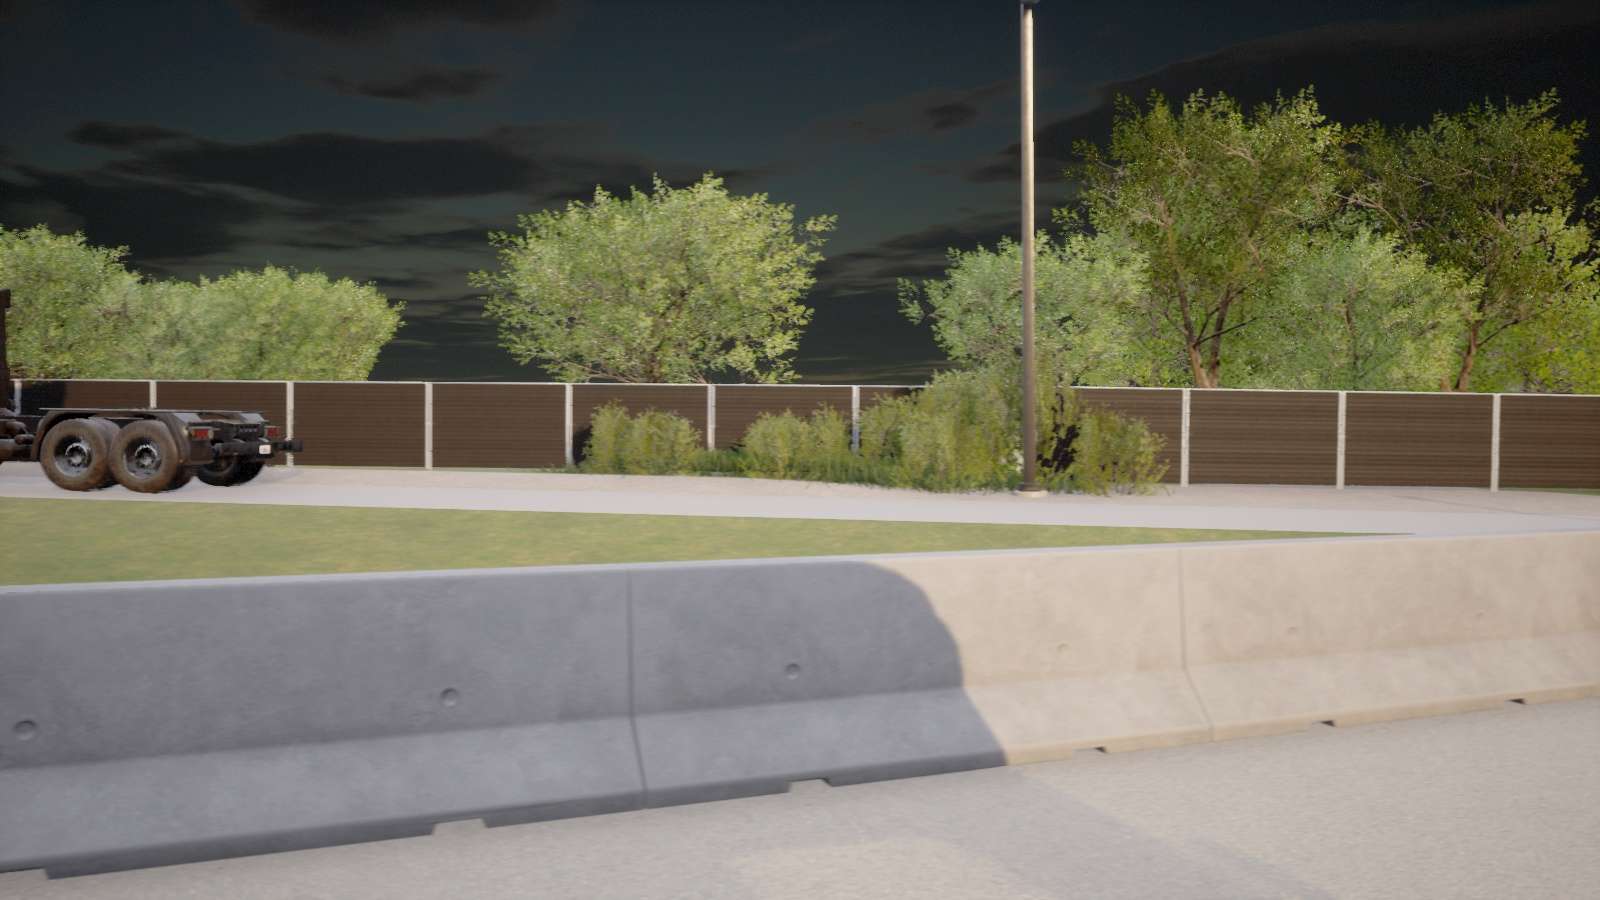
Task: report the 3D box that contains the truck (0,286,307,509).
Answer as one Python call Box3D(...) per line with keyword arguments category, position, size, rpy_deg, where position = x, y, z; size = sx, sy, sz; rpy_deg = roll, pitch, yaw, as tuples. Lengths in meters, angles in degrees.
Box3D(category="truck", position=(-12.885, -0.850, 21.313), size=(7.936, 3.462, 2.891), rpy_deg=(0, 2, 6))
